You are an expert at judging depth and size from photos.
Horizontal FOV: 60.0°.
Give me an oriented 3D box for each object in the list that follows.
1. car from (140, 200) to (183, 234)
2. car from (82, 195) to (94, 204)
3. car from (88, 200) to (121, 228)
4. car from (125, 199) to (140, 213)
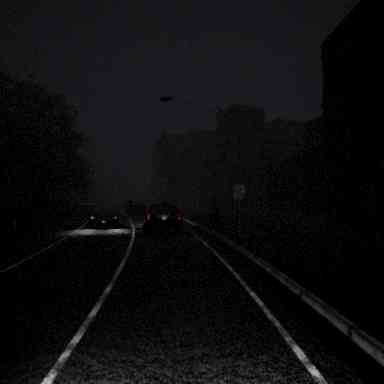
[{"bbox_3d":[-1.823,1.400,19.559,2.097,1.767,4.553,1,0,-10],"label":"car"},{"bbox_3d":[-19.148,1.333,61.290,2.128,1.511,4.902,2,0,-21],"label":"car"},{"bbox_3d":[-5.811,1.535,22.290,1.812,1.442,4.674,1,0,-12],"label":"car"},{"bbox_3d":[-6.497,1.566,38.022,1.882,1.535,5.008,2,0,-18],"label":"car"}]
